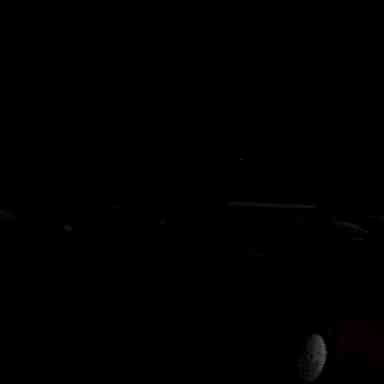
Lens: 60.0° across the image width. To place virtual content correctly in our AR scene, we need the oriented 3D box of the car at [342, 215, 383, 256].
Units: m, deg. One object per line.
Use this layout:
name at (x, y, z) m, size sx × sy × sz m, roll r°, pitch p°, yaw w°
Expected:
car at (4.691, 1.665, 12.785) m, size 2.002 × 1.452 × 4.674 m, roll 1°, pitch -1°, yaw -35°

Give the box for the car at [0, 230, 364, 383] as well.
car at (-0.324, 1.481, 3.760) m, size 5.008 × 1.535 × 1.882 m, roll 0°, pitch 0°, yaw -35°

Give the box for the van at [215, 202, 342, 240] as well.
van at (2.366, 1.348, 11.274) m, size 1.878 × 1.987 × 4.442 m, roll 1°, pitch -1°, yaw -35°

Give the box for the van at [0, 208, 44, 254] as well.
van at (-4.402, 1.252, 6.449) m, size 1.878 × 1.987 × 4.442 m, roll 0°, pitch 0°, yaw -35°

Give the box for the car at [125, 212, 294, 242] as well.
car at (0.182, 1.551, 9.538) m, size 2.163 × 1.488 × 4.792 m, roll 1°, pitch 0°, yaw -35°
